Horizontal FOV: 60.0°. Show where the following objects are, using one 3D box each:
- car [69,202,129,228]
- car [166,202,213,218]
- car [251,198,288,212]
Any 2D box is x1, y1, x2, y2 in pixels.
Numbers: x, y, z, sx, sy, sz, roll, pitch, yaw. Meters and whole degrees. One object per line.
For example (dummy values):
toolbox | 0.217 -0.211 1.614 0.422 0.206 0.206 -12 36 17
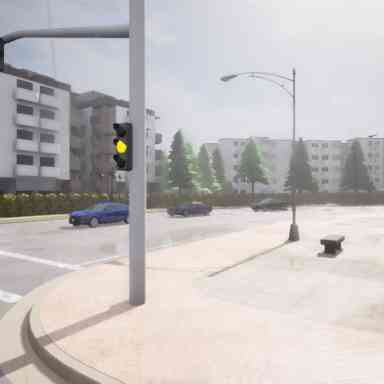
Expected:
car | -5.950 1.477 22.606 1.882 1.535 5.008 0 0 34
car | -0.190 1.600 30.599 1.895 1.301 4.718 0 0 39
car | 9.161 1.477 39.155 5.008 1.535 1.882 0 0 -33
